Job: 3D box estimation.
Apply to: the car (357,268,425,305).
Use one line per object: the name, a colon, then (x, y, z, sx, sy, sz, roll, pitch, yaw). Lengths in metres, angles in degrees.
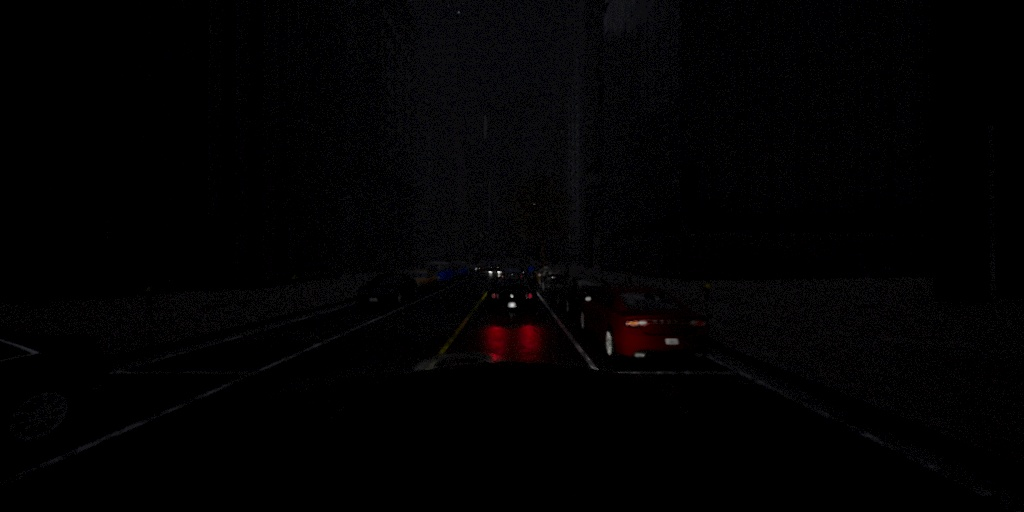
car: (-5.763, 1.473, 17.092, 1.948, 1.339, 4.313, 0, 0, 0)

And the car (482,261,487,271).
car: (-5.762, 1.913, 60.396, 1.888, 1.381, 4.507, 0, 0, 0)

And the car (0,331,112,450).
car: (-5.763, 1.309, 2.522, 2.007, 1.370, 4.403, 0, 0, 0)

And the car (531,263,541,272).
car: (2.763, 1.557, 29.189, 1.751, 1.417, 4.829, 0, 0, 0)

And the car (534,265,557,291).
car: (2.763, 1.527, 23.730, 2.007, 1.370, 4.403, 0, 0, 0)

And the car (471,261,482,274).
car: (-5.762, 1.800, 49.570, 2.007, 1.370, 4.403, 0, 0, 0)

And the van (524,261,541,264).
van: (2.763, 1.540, 44.885, 1.690, 1.789, 3.998, 0, 0, 0)

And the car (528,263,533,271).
car: (2.763, 1.653, 34.308, 1.948, 1.339, 4.313, 0, 0, 0)

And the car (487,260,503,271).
car: (-3.044, 1.907, 63.657, 1.837, 1.490, 4.892, 0, -1, 1)

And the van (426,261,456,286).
van: (-5.762, 1.361, 27.918, 1.690, 1.789, 3.998, 0, 0, 0)

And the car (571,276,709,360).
car: (2.762, 1.363, 8.415, 1.888, 1.381, 4.507, 0, 0, 0)

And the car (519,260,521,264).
car: (2.763, 1.686, 60.751, 2.192, 1.841, 5.009, 0, 0, 0)

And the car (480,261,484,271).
car: (-5.762, 1.890, 54.982, 1.802, 1.307, 4.207, 0, 0, 0)

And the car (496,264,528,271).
car: (0.011, 1.583, 29.360, 2.033, 1.411, 5.357, 0, -1, 0)

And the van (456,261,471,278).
van: (-5.762, 1.475, 38.744, 1.690, 1.789, 3.998, 0, 0, 0)

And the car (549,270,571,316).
car: (2.763, 1.425, 13.859, 2.007, 1.370, 4.403, 0, 0, 0)

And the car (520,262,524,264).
car: (2.763, 1.864, 55.462, 2.007, 1.370, 4.403, 0, 0, 0)

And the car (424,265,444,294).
car: (-5.763, 1.489, 22.336, 1.751, 1.417, 4.829, 0, 0, 0)

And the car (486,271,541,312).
car: (0.019, 1.488, 15.094, 1.895, 1.301, 4.718, 0, -1, 1)
